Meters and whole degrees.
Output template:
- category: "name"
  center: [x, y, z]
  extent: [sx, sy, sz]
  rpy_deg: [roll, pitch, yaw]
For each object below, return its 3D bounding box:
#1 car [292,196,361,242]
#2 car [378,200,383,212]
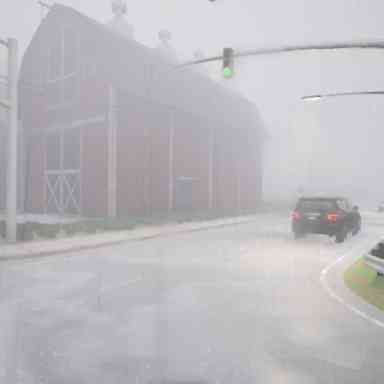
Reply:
- category: "car"
  center: [6.794, 1.239, 16.567]
  extent: [2.150, 2.045, 5.566]
  rpy_deg: [1, 0, 36]
- category: "car"
  center: [22.804, 1.595, 38.339]
  extent: [1.895, 1.301, 4.718]
  rpy_deg: [1, 0, 36]
